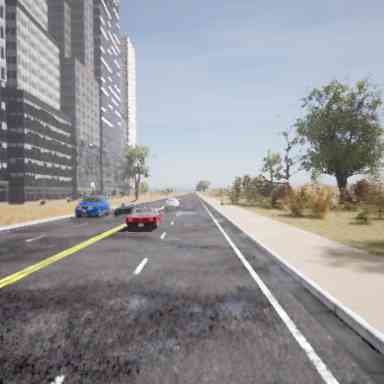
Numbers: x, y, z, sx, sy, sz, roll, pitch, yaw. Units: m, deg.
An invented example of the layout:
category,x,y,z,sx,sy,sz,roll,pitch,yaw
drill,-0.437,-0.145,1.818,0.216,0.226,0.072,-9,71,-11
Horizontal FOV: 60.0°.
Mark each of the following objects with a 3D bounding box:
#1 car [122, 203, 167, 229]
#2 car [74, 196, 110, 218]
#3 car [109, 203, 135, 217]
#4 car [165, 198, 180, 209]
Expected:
category,x,y,z,sx,sy,sz,roll,pitch,yaw
car,-3.005,1.662,21.956,1.895,1.301,4.718,-1,0,0
car,-9.556,1.389,32.505,2.150,2.045,5.566,-1,0,1
car,-6.303,1.720,32.637,1.895,1.301,4.718,-1,0,1
car,-2.804,1.608,47.566,1.812,1.442,4.674,-1,0,0
